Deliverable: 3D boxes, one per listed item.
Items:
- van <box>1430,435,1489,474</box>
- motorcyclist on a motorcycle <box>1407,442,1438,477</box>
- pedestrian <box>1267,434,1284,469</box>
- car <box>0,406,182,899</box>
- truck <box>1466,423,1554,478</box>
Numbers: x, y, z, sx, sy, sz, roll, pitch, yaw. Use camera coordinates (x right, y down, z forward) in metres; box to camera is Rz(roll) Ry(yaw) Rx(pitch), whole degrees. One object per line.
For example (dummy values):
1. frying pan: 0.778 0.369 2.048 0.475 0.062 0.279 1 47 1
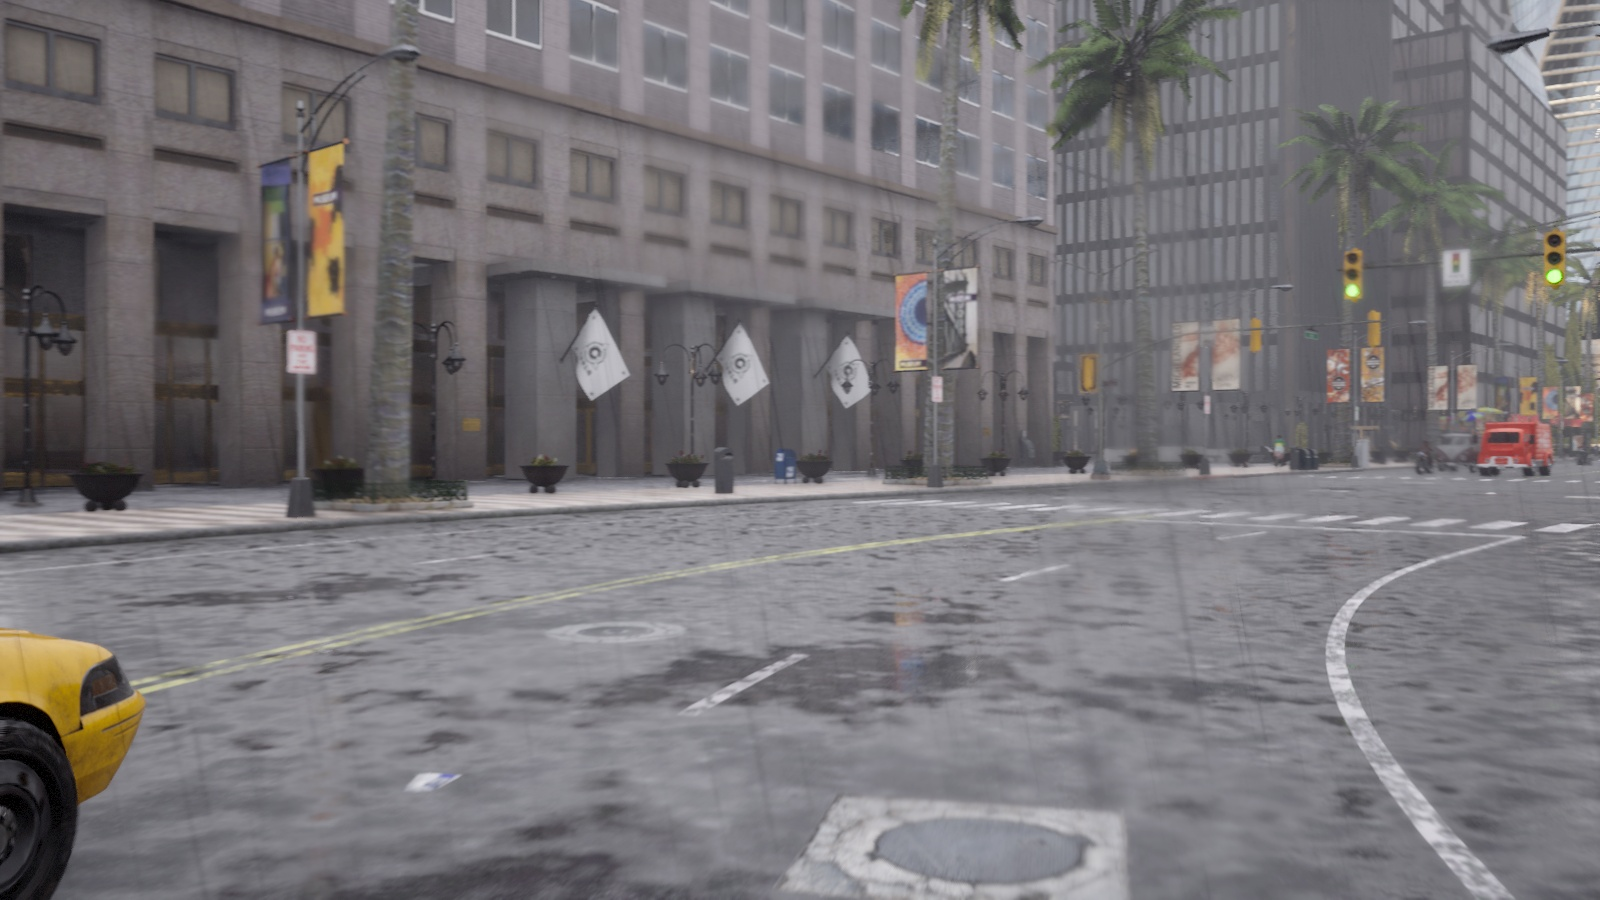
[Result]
1. van: 34.593 0.202 65.792 1.775 1.987 4.442 0 0 41
2. motorcyclist on a motorcycle: 29.851 0.420 60.242 0.766 1.649 2.350 0 1 41
3. pedestrian: 26.514 0.064 69.984 0.659 1.952 0.873 0 0 39
4. car: -3.340 0.667 1.918 1.801 1.575 5.366 0 0 5
5. truck: 33.396 -0.002 59.019 2.627 2.467 5.204 0 0 40
